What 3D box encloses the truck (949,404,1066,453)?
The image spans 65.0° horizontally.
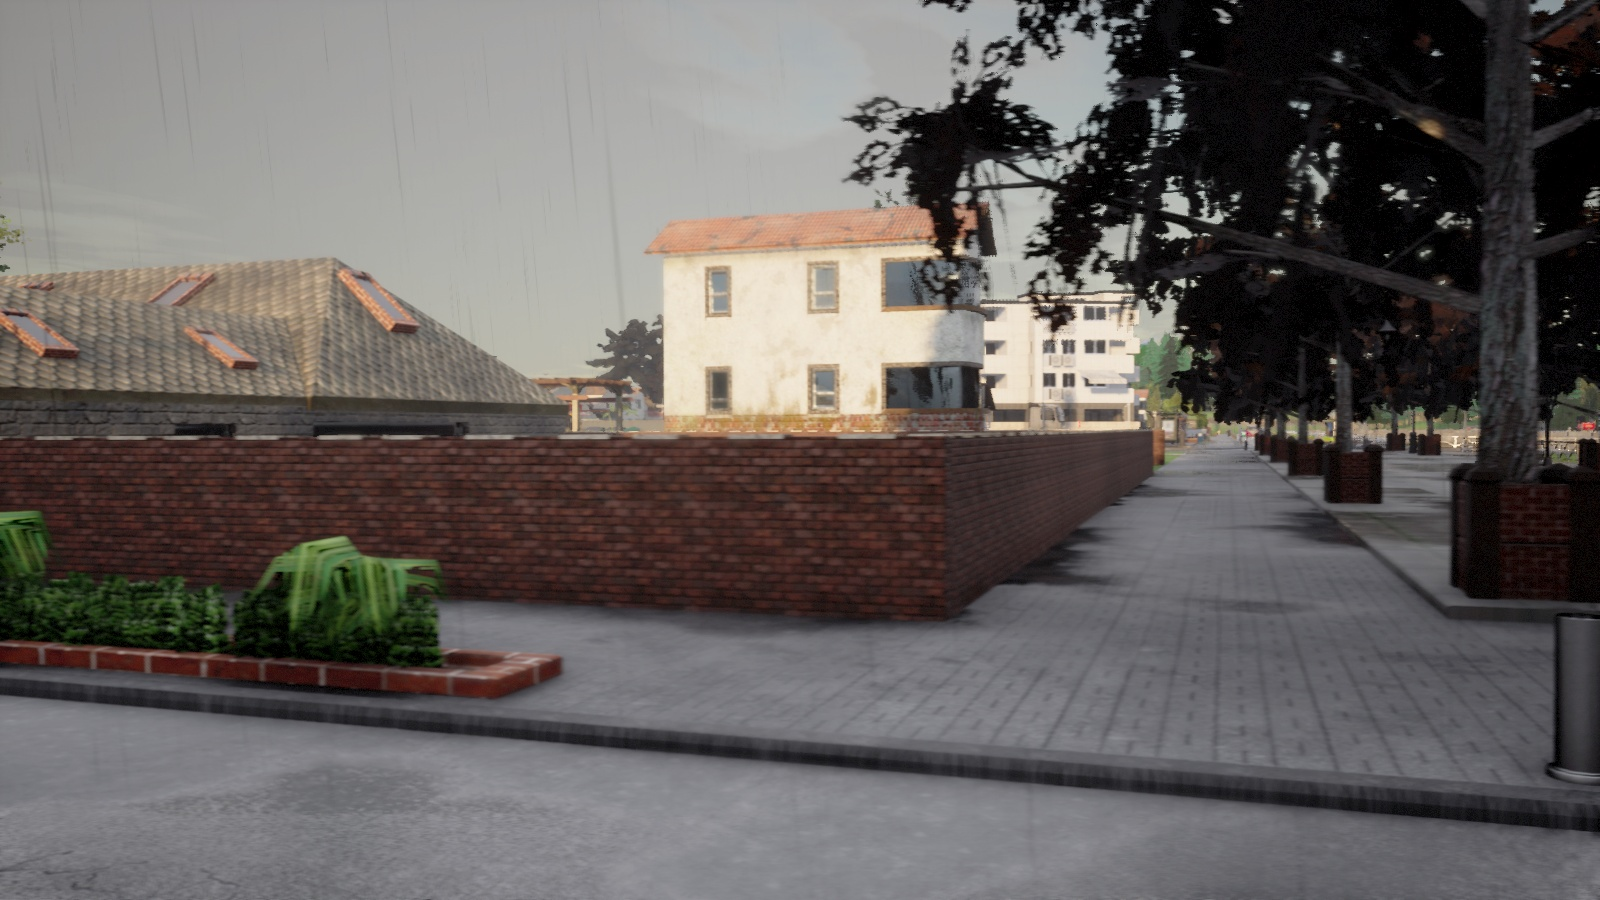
[{"bbox_3d":[14.906,-1.543,90.123,7.936,3.462,2.891,1,1,19],"label":"truck"}]
